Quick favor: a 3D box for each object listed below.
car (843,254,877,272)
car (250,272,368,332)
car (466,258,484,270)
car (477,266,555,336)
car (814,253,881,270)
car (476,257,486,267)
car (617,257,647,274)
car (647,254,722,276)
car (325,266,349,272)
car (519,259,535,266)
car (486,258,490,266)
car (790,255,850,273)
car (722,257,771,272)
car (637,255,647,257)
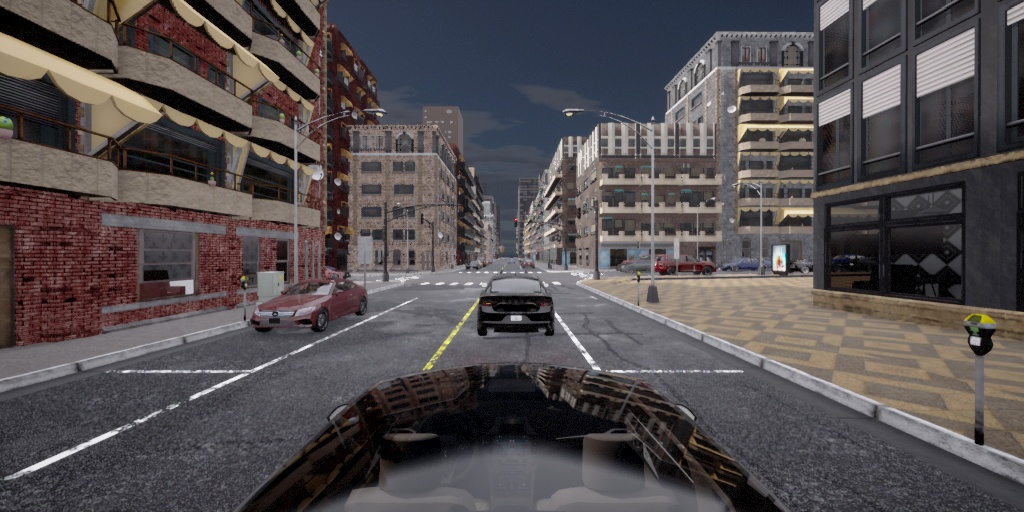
[{"bbox_3d":[31.340,0.717,30.901,4.313,1.339,1.948,0,0,-1],"label":"car"},{"bbox_3d":[-5.744,1.332,10.763,1.802,1.307,4.207,0,0,0],"label":"car"},{"bbox_3d":[-5.708,1.330,52.786,1.948,1.339,4.313,0,0,0],"label":"car"},{"bbox_3d":[0.096,1.227,10.424,1.882,1.535,5.008,0,0,0],"label":"car"},{"bbox_3d":[34.264,0.562,36.706,5.008,1.535,1.882,-1,0,0],"label":"car"},{"bbox_3d":[-5.710,1.293,58.299,1.751,1.417,4.829,0,0,0],"label":"car"},{"bbox_3d":[12.897,1.050,36.524,4.181,1.385,1.994,-1,0,-1],"label":"car"},{"bbox_3d":[14.700,0.778,30.750,5.009,1.841,2.192,0,0,-1],"label":"car"},{"bbox_3d":[-17.187,1.610,33.046,4.181,1.385,1.994,-1,0,-1],"label":"car"},{"bbox_3d":[2.670,1.207,58.474,1.967,1.591,4.097,0,0,0],"label":"car"},{"bbox_3d":[-5.712,1.086,64.151,2.192,1.841,5.009,0,0,0],"label":"car"},{"bbox_3d":[25.793,0.822,30.850,4.313,1.339,1.948,0,0,-1],"label":"car"},{"bbox_3d":[23.827,0.829,36.622,5.357,1.411,2.033,-1,0,-1],"label":"car"},{"bbox_3d":[14.562,0.764,39.129,5.009,1.841,2.192,0,0,-1],"label":"car"}]
